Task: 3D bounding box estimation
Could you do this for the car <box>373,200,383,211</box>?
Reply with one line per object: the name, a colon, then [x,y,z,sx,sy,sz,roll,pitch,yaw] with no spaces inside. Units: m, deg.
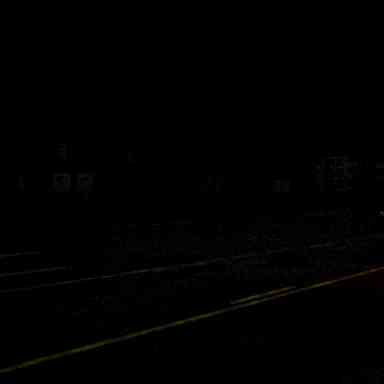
car: [24.351,1.691,41.711,1.994,1.385,4.181,0,0,10]
